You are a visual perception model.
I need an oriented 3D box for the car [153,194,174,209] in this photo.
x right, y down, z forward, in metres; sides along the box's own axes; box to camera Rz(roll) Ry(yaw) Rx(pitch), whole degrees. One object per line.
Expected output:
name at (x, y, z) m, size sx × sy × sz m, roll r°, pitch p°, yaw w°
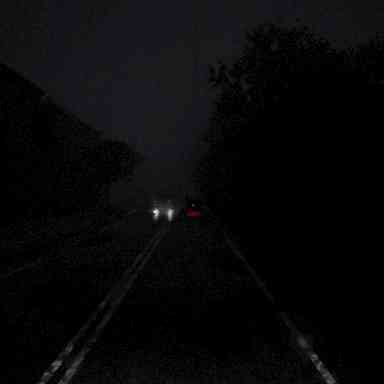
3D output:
car at (-3.298, 1.075, 39.317) m, size 2.097 × 1.767 × 4.553 m, roll 0°, pitch 0°, yaw 0°

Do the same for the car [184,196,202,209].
car at (0.143, 1.222, 40.421) m, size 1.837 × 1.490 × 4.892 m, roll 0°, pitch 1°, yaw 0°
